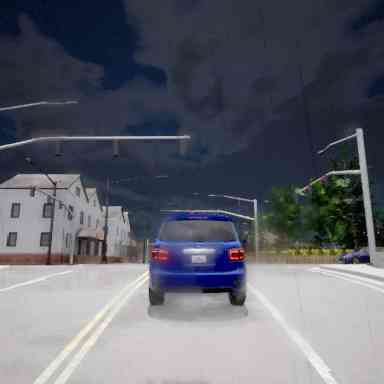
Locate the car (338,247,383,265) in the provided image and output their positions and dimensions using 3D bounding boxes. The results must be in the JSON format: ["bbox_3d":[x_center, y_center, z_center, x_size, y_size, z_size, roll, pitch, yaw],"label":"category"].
[{"bbox_3d":[15.451,5.654,29.565,4.553,1.767,2.097,0,-12,1],"label":"car"}]

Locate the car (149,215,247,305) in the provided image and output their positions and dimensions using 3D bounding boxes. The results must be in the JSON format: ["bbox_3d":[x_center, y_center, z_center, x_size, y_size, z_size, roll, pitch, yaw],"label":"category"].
[{"bbox_3d":[0.086,1.759,9.275,2.150,2.045,5.566,0,-7,-1],"label":"car"}]
